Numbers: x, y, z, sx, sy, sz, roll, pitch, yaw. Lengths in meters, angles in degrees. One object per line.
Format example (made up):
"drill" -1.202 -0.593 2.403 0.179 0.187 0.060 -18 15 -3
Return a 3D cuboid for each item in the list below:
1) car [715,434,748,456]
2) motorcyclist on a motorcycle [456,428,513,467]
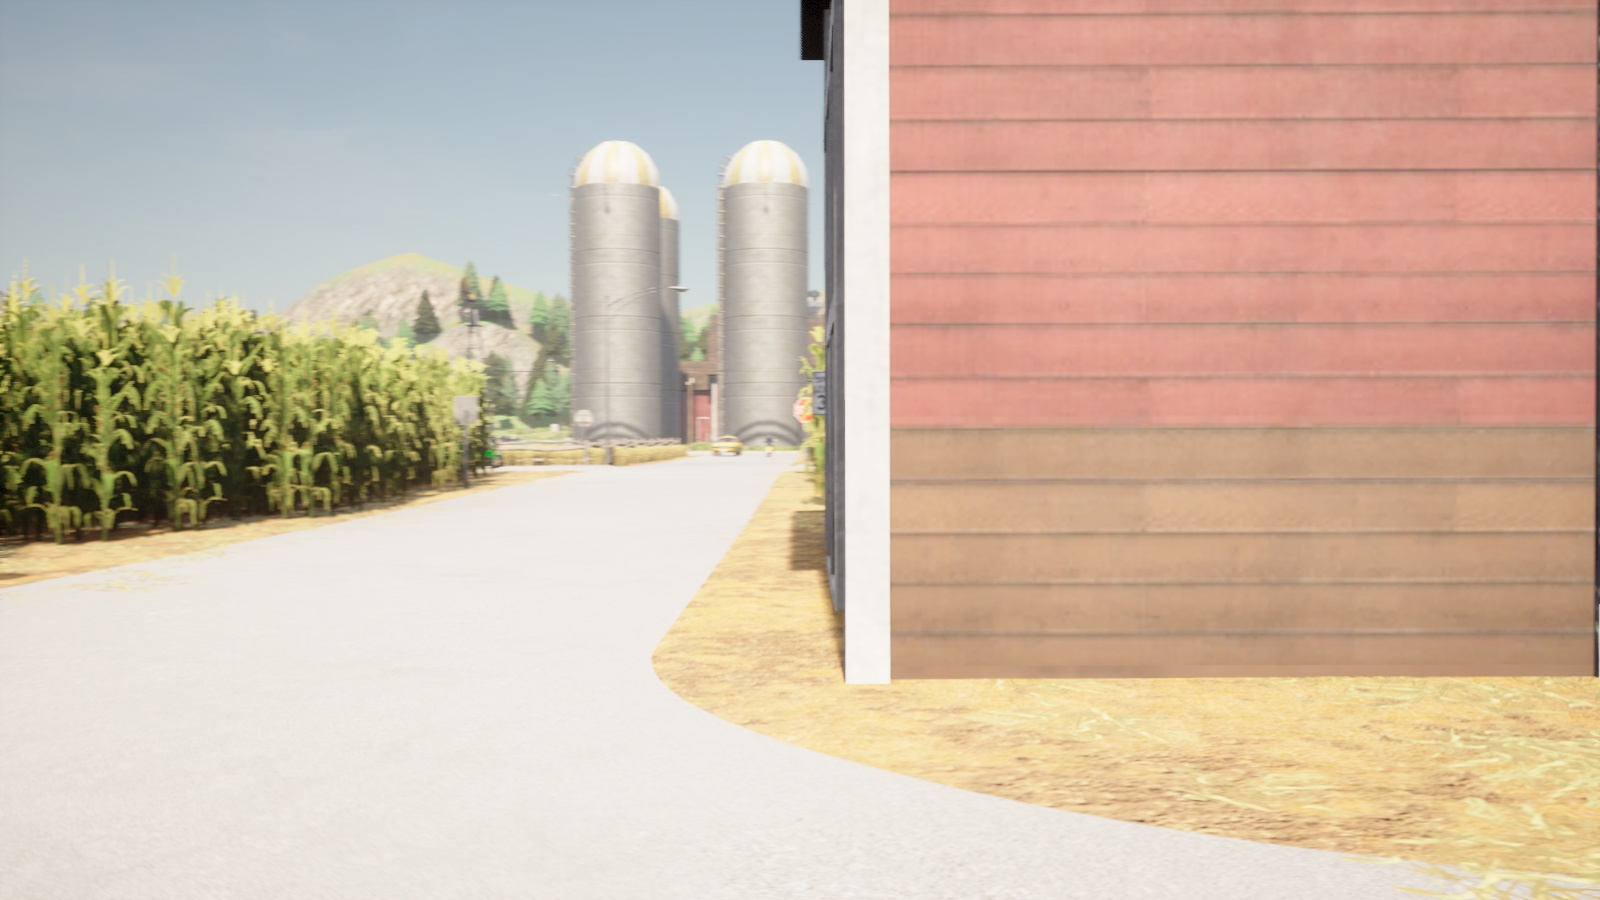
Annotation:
"car" -4.960 -0.410 91.924 1.801 1.575 5.366 0 1 3
"motorcyclist on a motorcycle" -12.452 -0.099 49.590 2.044 1.523 0.797 0 0 1
